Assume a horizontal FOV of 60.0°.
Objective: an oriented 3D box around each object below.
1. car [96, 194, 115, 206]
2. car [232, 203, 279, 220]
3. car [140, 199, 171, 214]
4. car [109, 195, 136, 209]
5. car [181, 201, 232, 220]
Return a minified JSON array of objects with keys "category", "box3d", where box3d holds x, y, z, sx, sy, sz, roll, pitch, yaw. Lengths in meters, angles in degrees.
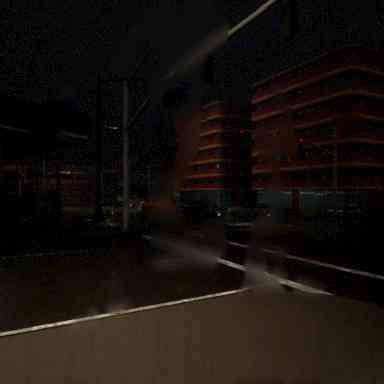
[{"category":"car","box3d":[-14.229,1.504,53.744,1.837,1.490,4.892,0,0,-30]},{"category":"car","box3d":[5.042,1.600,28.195,1.895,1.301,4.718,0,0,-30]},{"category":"car","box3d":[-4.019,1.477,36.314,1.882,1.535,5.008,0,0,-30]},{"category":"car","box3d":[-9.116,1.491,44.977,2.128,1.511,4.902,0,0,-30]},{"category":"car","box3d":[0.852,1.491,28.039,2.128,1.511,4.902,0,0,-30]}]
